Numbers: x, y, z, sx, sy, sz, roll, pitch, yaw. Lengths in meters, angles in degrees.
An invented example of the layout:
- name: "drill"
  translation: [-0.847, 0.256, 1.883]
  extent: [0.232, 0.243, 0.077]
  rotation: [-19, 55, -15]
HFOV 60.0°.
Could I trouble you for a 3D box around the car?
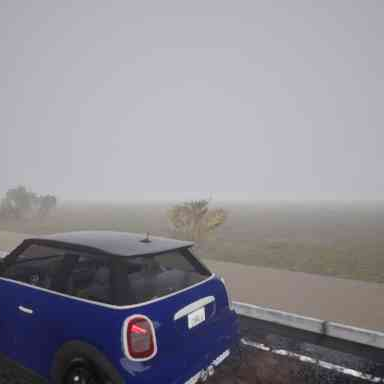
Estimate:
- name: "car"
  translation: [-1.683, 1.350, 4.759]
  extent: [4.553, 1.767, 2.097]
  rotation: [0, 0, 35]
